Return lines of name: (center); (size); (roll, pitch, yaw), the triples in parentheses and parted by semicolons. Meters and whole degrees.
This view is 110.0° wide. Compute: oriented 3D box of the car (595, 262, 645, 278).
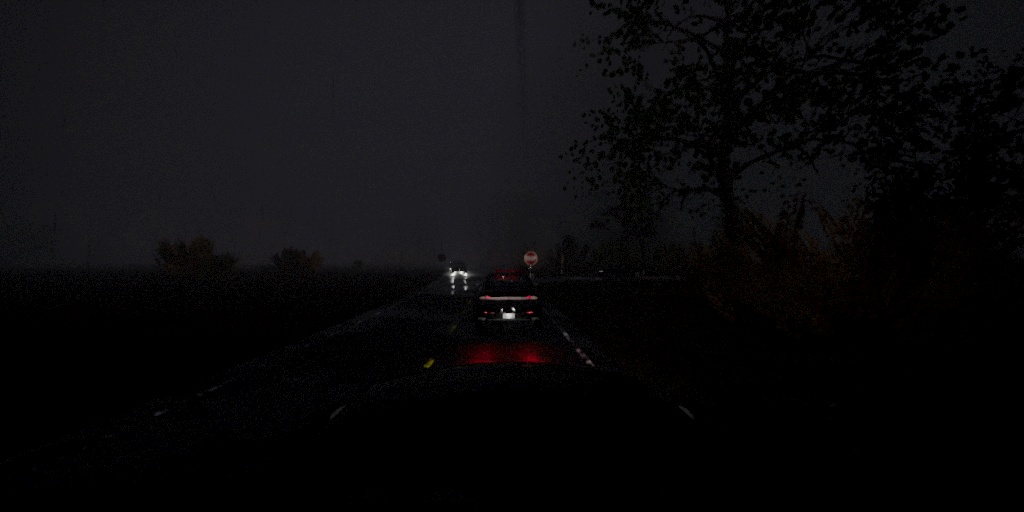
car: (10.648, 1.378, 35.477); (4.892, 1.490, 1.837); (0, 0, -10)

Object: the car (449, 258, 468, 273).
car: (-6.677, 1.369, 45.380); (1.837, 1.490, 4.892); (0, 0, -9)

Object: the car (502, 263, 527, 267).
car: (0.304, 1.298, 27.526); (1.882, 1.535, 5.008); (-1, 0, 19)

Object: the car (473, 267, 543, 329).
car: (-0.157, 1.270, 11.299); (2.128, 1.511, 4.902); (0, 0, -2)

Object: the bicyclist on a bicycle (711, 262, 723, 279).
bicyclist on a bicycle: (17.396, 1.312, 30.254); (0.582, 1.620, 1.656); (0, 0, -10)

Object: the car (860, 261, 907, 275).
car: (40.356, 1.148, 37.693); (5.566, 2.045, 2.150); (0, 0, -10)

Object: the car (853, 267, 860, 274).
car: (42.080, 1.494, 41.121); (5.357, 1.411, 2.033); (0, 0, -10)

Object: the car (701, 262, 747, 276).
car: (22.309, 1.393, 37.599); (4.902, 1.511, 2.128); (0, 0, -10)
